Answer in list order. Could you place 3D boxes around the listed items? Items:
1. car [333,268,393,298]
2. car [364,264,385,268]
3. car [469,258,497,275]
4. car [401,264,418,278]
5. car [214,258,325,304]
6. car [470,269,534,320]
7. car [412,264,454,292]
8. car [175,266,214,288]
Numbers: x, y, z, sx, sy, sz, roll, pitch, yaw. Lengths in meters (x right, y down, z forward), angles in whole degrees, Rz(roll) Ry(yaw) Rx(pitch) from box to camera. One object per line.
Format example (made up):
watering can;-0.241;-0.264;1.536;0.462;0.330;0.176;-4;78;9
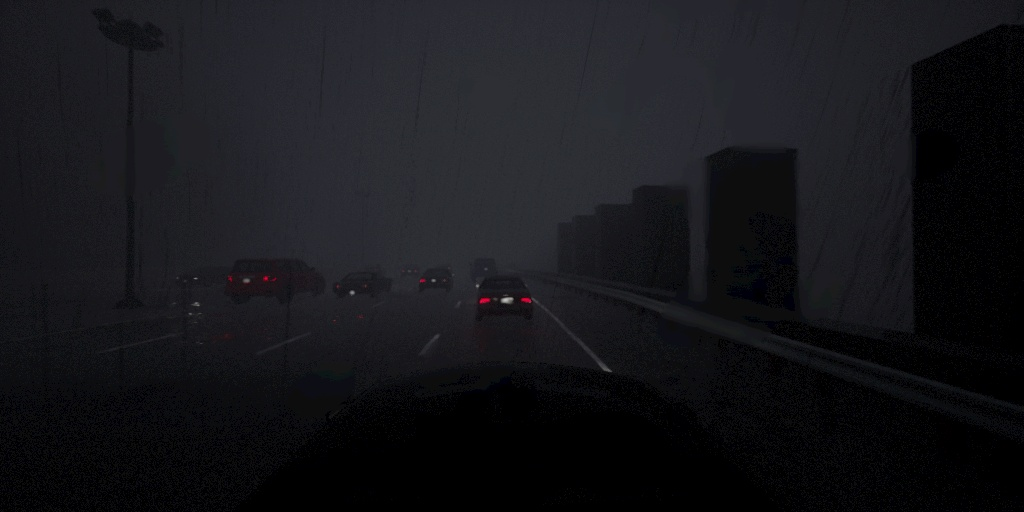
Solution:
car;-7.974;1.512;19.665;1.895;1.301;4.718;0;0;-5
car;-14.013;1.547;36.458;2.128;1.511;4.902;0;0;-11
car;-2.597;1.202;32.458;2.150;2.045;5.566;0;0;-9
car;-10.944;1.609;38.987;2.033;1.411;5.357;0;0;-12
car;-11.244;1.131;17.519;2.150;2.045;5.566;0;0;-5
car;-0.343;1.380;13.047;2.033;1.411;5.357;0;0;-4
car;-4.771;1.469;22.943;2.033;1.411;5.357;0;0;-7
car;-23.120;1.536;27.419;1.837;1.490;4.892;0;-1;-8
